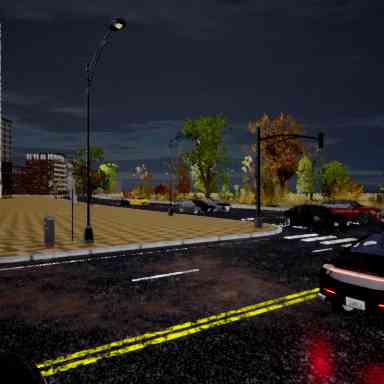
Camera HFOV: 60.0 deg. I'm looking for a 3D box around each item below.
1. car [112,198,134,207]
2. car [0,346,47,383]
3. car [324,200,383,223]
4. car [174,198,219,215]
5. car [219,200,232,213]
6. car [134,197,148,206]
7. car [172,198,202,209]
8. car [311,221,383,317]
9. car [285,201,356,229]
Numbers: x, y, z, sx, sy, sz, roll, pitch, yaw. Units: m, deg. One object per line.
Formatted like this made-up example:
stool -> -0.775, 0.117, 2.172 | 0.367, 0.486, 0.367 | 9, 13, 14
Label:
car -> -11.751, 1.688, 55.029 | 1.994, 1.385, 4.181 | 0, 0, -30
car -> -3.082, 1.492, 1.210 | 4.902, 1.511, 2.128 | 0, 0, -35
car -> 11.489, 1.367, 24.330 | 2.097, 1.767, 4.553 | 0, 0, -42
car -> 0.379, 1.580, 34.753 | 1.837, 1.490, 4.892 | 0, 0, -32
car -> 2.509, 1.558, 37.489 | 2.128, 1.511, 4.902 | 0, 0, -32
car -> -9.070, 1.589, 56.887 | 1.882, 1.535, 5.008 | 0, 0, -30
car -> -0.789, 1.627, 49.511 | 2.033, 1.411, 5.357 | 0, 0, -31
car -> 4.502, 1.491, 6.453 | 4.902, 1.511, 2.128 | 0, 0, -34
car -> 7.338, 1.495, 20.139 | 1.882, 1.535, 5.008 | 0, -1, -8
